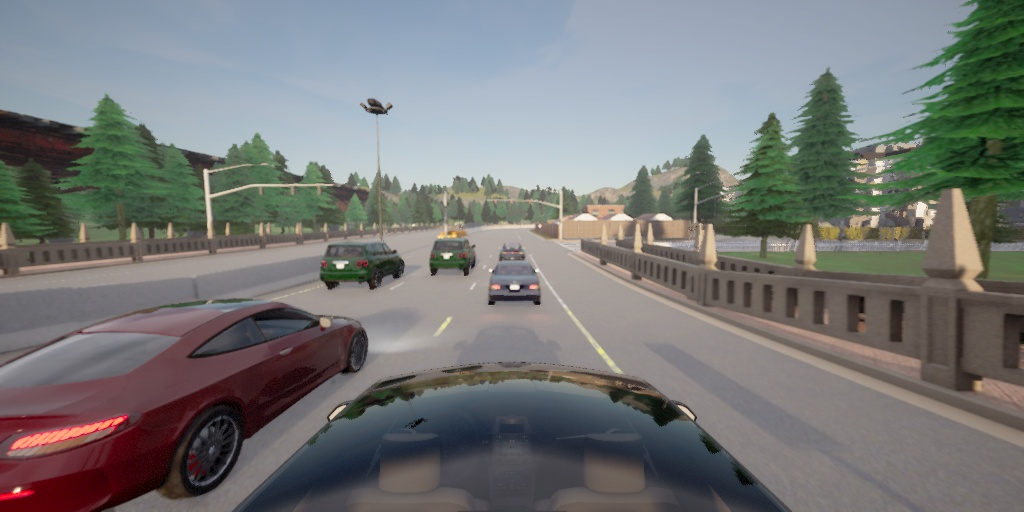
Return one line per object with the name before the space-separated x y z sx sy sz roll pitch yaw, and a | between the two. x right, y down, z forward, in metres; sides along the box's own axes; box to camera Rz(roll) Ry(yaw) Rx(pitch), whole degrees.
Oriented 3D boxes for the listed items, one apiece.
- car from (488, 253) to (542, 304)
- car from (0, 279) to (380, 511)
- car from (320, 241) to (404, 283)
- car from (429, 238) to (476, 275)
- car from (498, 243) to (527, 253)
car | 0.076 0.865 13.639 2.033 1.411 5.357 0 3 0
car | -3.400 1.231 4.298 1.812 1.442 4.674 0 1 0
car | -6.941 0.299 17.150 2.150 2.045 5.566 0 4 0
car | -3.466 -0.092 21.670 2.150 2.045 5.566 0 5 0
car | 0.014 -0.218 25.872 2.128 1.511 4.902 0 5 0
